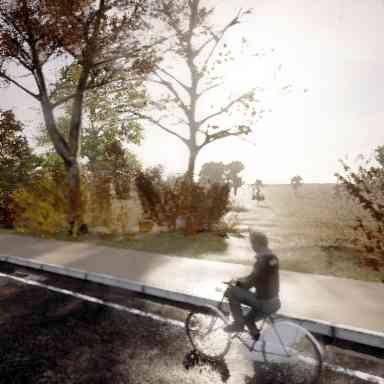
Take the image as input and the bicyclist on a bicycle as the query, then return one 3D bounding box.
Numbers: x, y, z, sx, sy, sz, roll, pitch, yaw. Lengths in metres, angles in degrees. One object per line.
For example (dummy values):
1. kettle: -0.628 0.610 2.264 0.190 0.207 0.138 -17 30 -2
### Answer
1. bicyclist on a bicycle: 0.659 1.376 4.163 1.843 1.776 0.659 0 0 35
